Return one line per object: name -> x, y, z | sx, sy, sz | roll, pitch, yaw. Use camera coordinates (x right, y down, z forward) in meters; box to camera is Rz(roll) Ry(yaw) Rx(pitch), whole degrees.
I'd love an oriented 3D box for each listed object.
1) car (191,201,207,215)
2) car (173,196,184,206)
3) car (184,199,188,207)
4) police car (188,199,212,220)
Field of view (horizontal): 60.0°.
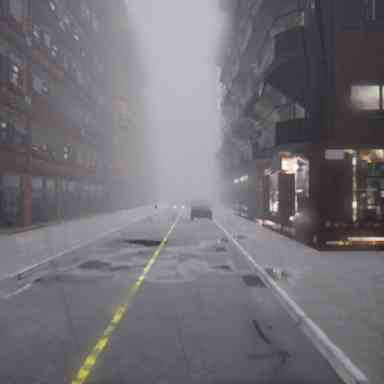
car -> 0.833, 1.922, 41.318 | 1.837, 1.490, 4.892 | 0, -1, 0
car -> -2.736, 1.964, 70.990 | 2.150, 2.045, 5.566 | 0, -1, 0
car -> 0.013, 2.046, 66.847 | 2.097, 1.767, 4.553 | 0, -1, 0
police car -> 0.831, 1.739, 31.429 | 1.930, 1.638, 5.238 | 0, -1, 0
